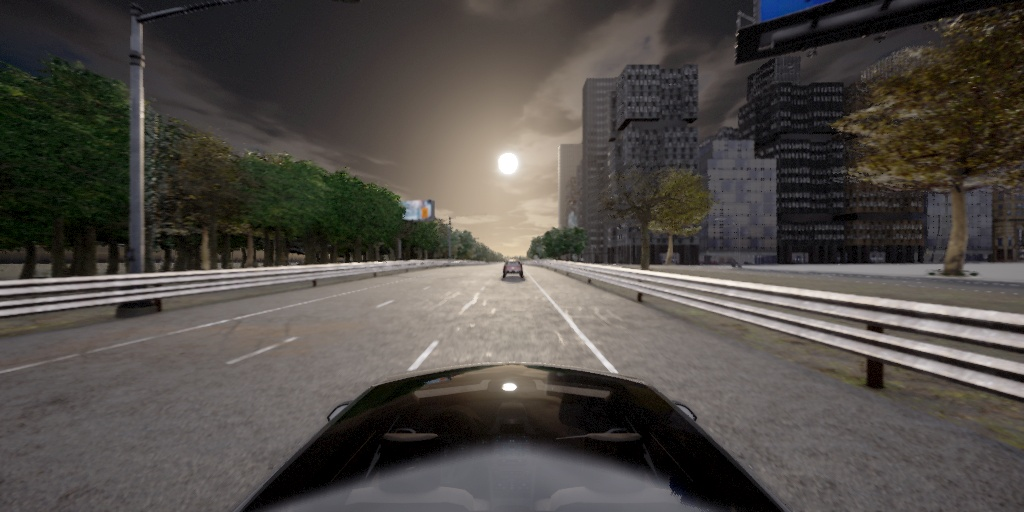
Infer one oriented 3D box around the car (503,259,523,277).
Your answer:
[{"bbox_3d":[0.091,1.135,34.674,2.033,1.649,4.856,0,0,0],"label":"car"}]
